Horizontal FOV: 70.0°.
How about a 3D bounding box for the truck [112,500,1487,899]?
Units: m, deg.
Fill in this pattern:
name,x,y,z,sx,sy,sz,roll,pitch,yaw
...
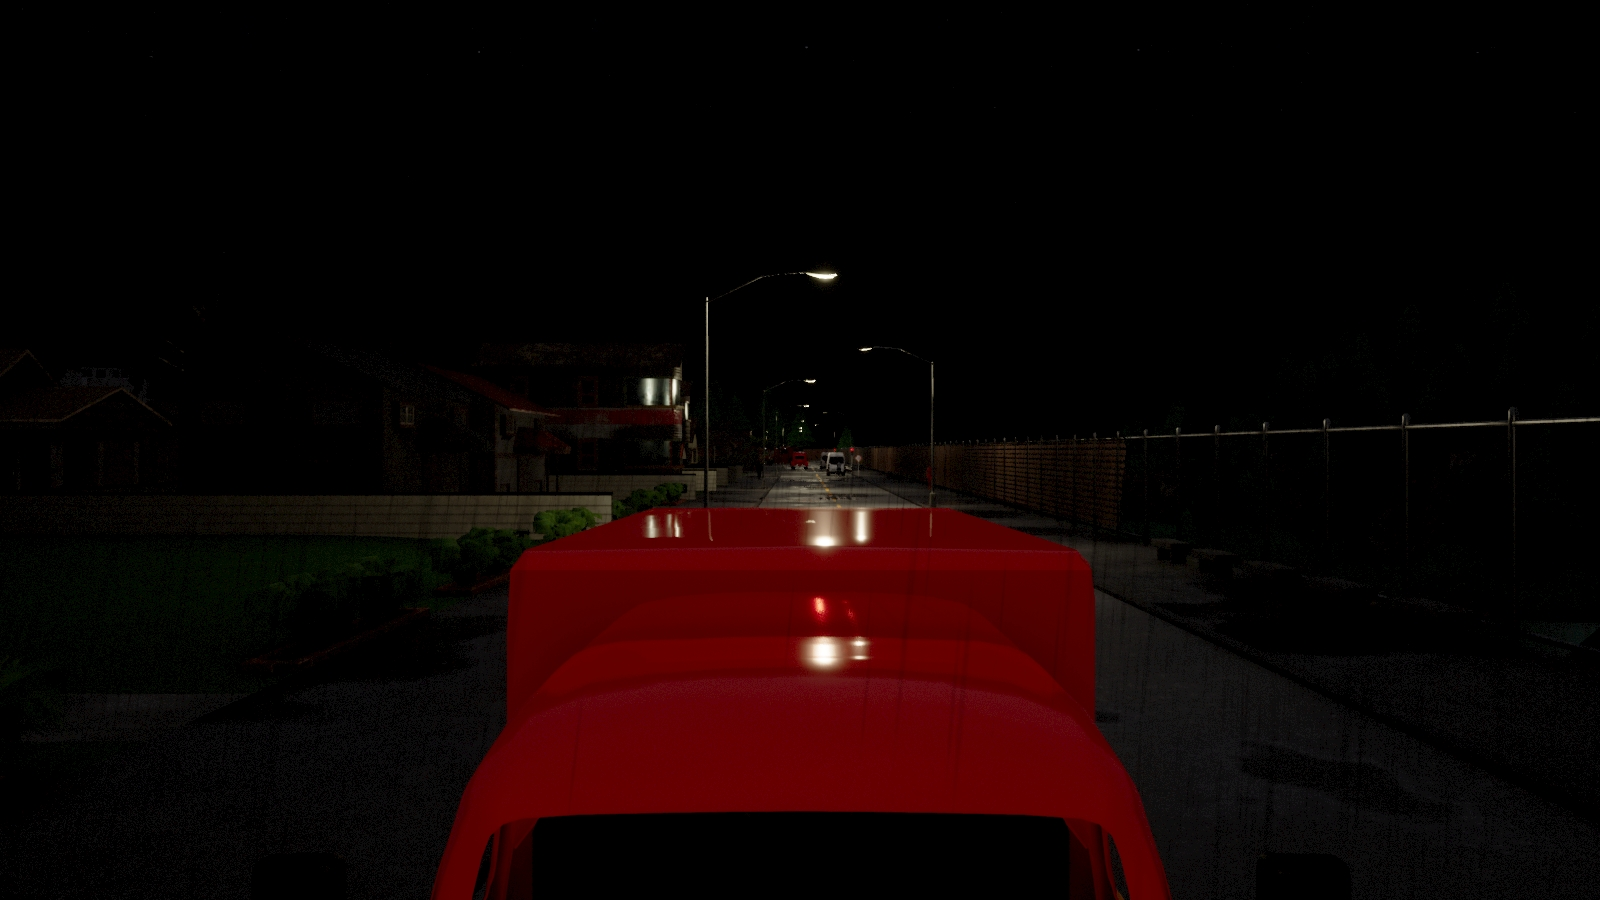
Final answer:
name,x,y,z,sx,sy,sz,roll,pitch,yaw
truck,0.000,1.568,4.790,2.627,2.467,5.204,0,0,0
